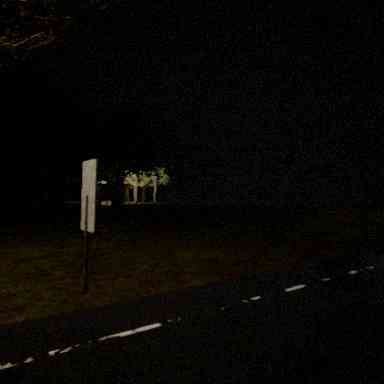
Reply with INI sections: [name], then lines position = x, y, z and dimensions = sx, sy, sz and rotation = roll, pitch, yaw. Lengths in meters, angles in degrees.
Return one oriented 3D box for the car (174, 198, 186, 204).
[car]
position = -3.205, 2.461, 88.498
dimensions = 2.128, 1.511, 4.902
rotation = 2, -2, -28
